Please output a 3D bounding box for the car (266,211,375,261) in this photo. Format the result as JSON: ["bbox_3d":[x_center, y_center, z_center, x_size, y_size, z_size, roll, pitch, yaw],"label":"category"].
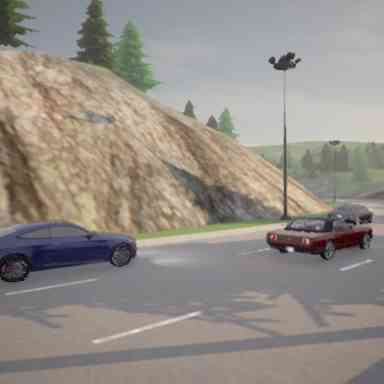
[{"bbox_3d":[4.905,1.580,12.347,4.718,1.301,1.895,0,0,-41],"label":"car"}]

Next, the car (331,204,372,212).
[{"bbox_3d":[10.870,1.516,22.743,4.181,1.385,1.994,0,0,-45],"label":"car"}]

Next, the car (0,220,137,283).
[{"bbox_3d":[-3.885,1.546,9.734,4.674,1.442,1.812,0,0,-37],"label":"car"}]
